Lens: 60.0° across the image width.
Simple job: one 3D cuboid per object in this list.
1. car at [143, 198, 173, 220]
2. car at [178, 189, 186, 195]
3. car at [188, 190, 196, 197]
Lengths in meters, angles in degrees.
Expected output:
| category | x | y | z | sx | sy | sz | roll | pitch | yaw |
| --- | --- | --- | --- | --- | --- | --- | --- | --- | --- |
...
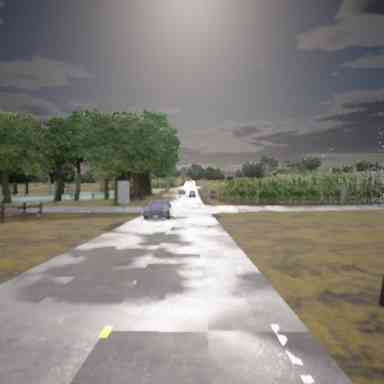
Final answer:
| category | x | y | z | sx | sy | sz | roll | pitch | yaw |
| --- | --- | --- | --- | --- | --- | --- | --- | --- | --- |
| car | -2.759 | 1.295 | 27.700 | 2.097 | 1.767 | 4.553 | 0 | 0 | 1 |
| car | -2.679 | 0.008 | 93.095 | 2.097 | 1.767 | 4.553 | 0 | 2 | 0 |
| car | 0.067 | 0.703 | 88.911 | 1.994 | 1.385 | 4.181 | 0 | 2 | 0 |
